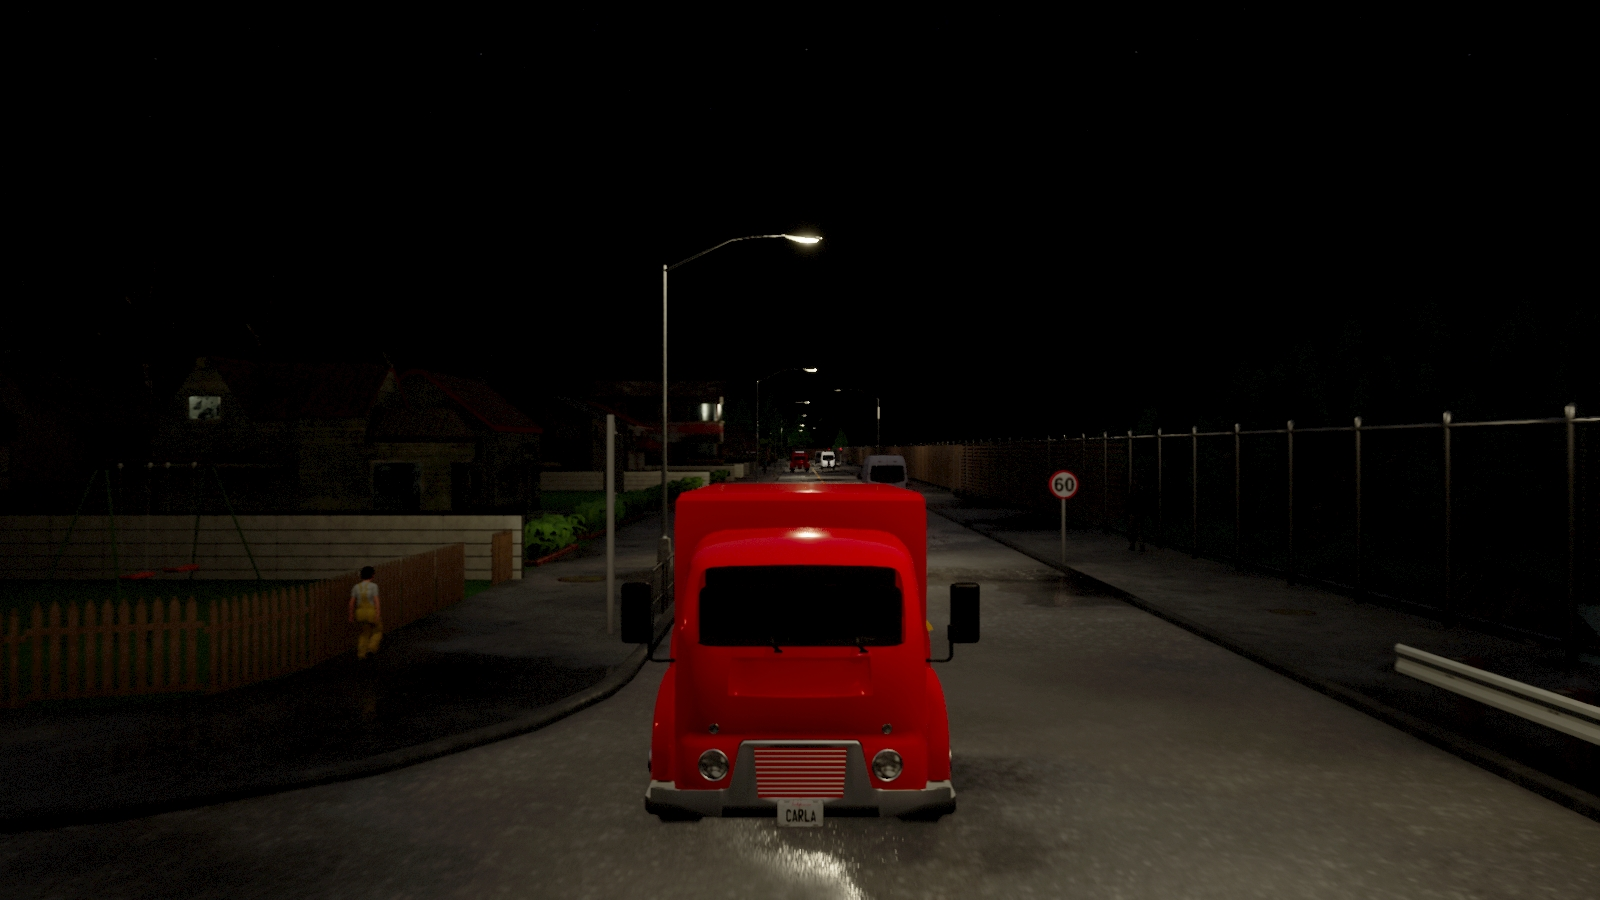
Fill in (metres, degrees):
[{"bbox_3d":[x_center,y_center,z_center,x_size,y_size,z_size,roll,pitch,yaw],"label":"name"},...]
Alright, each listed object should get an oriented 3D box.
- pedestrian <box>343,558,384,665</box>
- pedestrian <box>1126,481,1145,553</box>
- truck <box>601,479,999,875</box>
[{"bbox_3d":[-5.495,2.025,14.391,0.375,1.300,0.375,0,0,2],"label":"pedestrian"},{"bbox_3d":[8.799,1.744,29.944,0.375,1.860,0.375,0,0,-4],"label":"pedestrian"},{"bbox_3d":[0.001,1.565,10.141,2.627,2.467,5.204,0,0,0],"label":"truck"}]
